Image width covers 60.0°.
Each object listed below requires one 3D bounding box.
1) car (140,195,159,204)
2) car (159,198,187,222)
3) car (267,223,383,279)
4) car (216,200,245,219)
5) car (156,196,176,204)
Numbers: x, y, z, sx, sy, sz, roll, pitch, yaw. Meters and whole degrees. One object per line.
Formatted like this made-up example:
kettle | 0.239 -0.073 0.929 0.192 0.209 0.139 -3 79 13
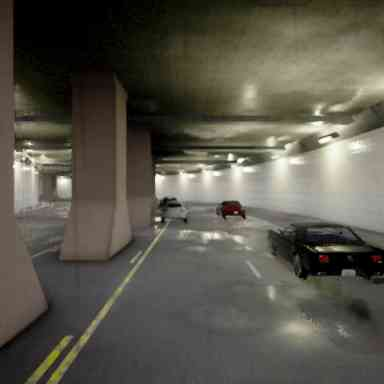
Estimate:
car | -7.240 1.244 56.279 1.837 1.490 4.892 0 0 -26
car | -1.324 1.411 24.754 1.812 1.442 4.674 0 0 -3
car | 3.600 1.554 9.852 1.895 1.301 4.718 0 0 0
car | 3.169 1.397 27.567 1.812 1.442 4.674 0 0 -4
car | -3.074 1.287 43.809 2.128 1.511 4.902 0 0 -16
